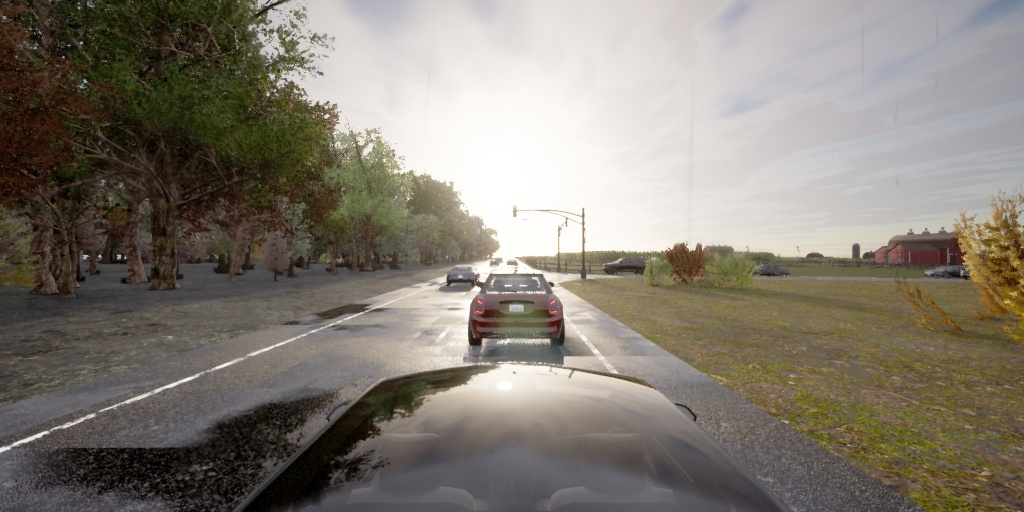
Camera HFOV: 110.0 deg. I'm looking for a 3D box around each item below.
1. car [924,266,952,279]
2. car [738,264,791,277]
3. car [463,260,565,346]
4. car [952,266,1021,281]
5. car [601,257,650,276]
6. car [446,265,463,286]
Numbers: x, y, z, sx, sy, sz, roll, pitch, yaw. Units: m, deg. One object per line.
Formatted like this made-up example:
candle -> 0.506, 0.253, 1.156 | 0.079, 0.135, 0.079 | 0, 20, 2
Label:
car -> 49.800, 1.843, 40.659 | 4.902, 1.511, 2.128 | 1, -1, 1
car -> 28.516, 1.666, 40.808 | 5.357, 1.411, 2.033 | 1, -1, 0
car -> 0.095, 1.104, 9.581 | 2.097, 1.767, 4.553 | 0, 0, 0
car -> 49.622, 1.781, 37.121 | 4.902, 1.511, 2.128 | 1, -1, 0
car -> 13.154, 1.175, 41.082 | 5.566, 2.045, 2.150 | 1, -1, 3
car -> -3.410, 1.319, 25.580 | 1.994, 1.385, 4.181 | 0, 0, 0
